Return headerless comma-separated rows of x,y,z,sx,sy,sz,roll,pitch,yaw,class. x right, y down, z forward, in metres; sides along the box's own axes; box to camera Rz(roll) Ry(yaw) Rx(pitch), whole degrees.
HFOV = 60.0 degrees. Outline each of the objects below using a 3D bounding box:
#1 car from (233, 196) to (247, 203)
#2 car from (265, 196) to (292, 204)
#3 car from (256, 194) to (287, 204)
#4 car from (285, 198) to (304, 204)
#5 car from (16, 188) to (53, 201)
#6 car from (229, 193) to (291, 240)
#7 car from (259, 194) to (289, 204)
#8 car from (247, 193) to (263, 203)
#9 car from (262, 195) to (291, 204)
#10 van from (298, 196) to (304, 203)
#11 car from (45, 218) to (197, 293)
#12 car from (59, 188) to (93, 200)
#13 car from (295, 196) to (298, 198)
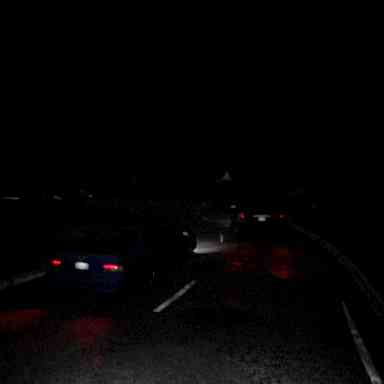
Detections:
10.591,1.606,72.560,1.994,1.385,4.181,1,-2,23,car
16.979,1.525,65.097,4.792,1.488,2.163,1,-2,23,car
13.684,1.173,57.532,4.892,1.521,2.231,1,-2,23,car
27.836,2.351,90.410,4.892,1.521,2.231,1,-1,23,car
-18.838,0.257,39.819,4.181,1.385,1.994,3,3,16,car
2.869,1.004,15.092,2.097,1.767,4.553,0,2,4,car
14.774,1.281,60.060,5.008,1.535,2.097,1,-2,23,car
13.597,1.322,71.314,2.150,2.045,5.566,1,-2,23,car
15.872,1.390,62.583,4.892,1.521,2.231,1,-2,23,car
25.774,1.984,85.304,4.442,1.987,1.878,1,-1,23,van
-1.393,1.411,8.777,2.033,1.411,5.357,1,1,17,car
-14.568,0.219,41.845,4.674,1.442,1.812,1,2,25,car
20.192,1.664,72.711,4.553,1.767,2.185,1,-1,23,car
